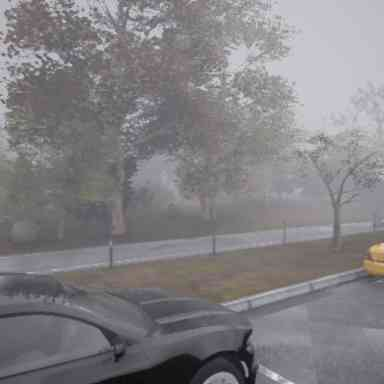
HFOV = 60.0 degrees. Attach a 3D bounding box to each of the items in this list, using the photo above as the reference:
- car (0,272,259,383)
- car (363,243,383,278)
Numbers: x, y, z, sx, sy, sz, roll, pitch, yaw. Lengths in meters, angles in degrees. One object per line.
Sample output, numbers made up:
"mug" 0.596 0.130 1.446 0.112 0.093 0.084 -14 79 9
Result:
"car" -1.626 1.502 2.896 5.008 1.535 2.097 0 0 -33
"car" 6.725 1.510 8.844 5.366 1.575 1.946 0 0 -33
